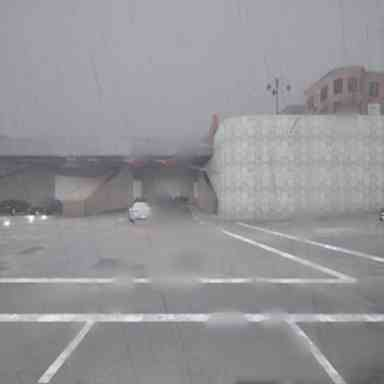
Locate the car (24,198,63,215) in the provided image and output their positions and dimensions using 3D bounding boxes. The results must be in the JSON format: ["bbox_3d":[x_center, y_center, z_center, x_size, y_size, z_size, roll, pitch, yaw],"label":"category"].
[{"bbox_3d":[-14.881,1.568,34.488,2.033,1.411,5.357,0,0,-2],"label":"car"}]

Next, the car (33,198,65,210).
[{"bbox_3d":[-18.625,1.517,43.504,2.128,1.511,4.902,0,0,-1],"label":"car"}]

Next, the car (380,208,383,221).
[{"bbox_3d":[12.912,0.835,18.259,4.902,1.511,2.128,-7,0,-1],"label":"car"}]

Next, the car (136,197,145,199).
[{"bbox_3d":[-8.196,1.578,53.077,2.033,1.411,5.357,0,0,-2],"label":"car"}]

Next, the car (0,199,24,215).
[{"bbox_3d":[-18.369,1.498,34.078,1.882,1.535,5.008,0,0,-1],"label":"car"}]

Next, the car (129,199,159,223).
[{"bbox_3d":[-3.904,1.541,26.006,1.812,1.442,4.674,-1,0,-11],"label":"car"}]

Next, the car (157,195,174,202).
[{"bbox_3d":[-5.977,1.544,75.465,1.837,1.490,4.892,0,0,24],"label":"car"}]

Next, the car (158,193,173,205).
[{"bbox_3d":[-4.827,1.255,58.552,2.150,2.045,5.566,0,0,-1],"label":"car"}]

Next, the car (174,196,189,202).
[{"bbox_3d":[-2.286,1.569,75.240,2.128,1.511,4.902,0,0,28],"label":"car"}]
